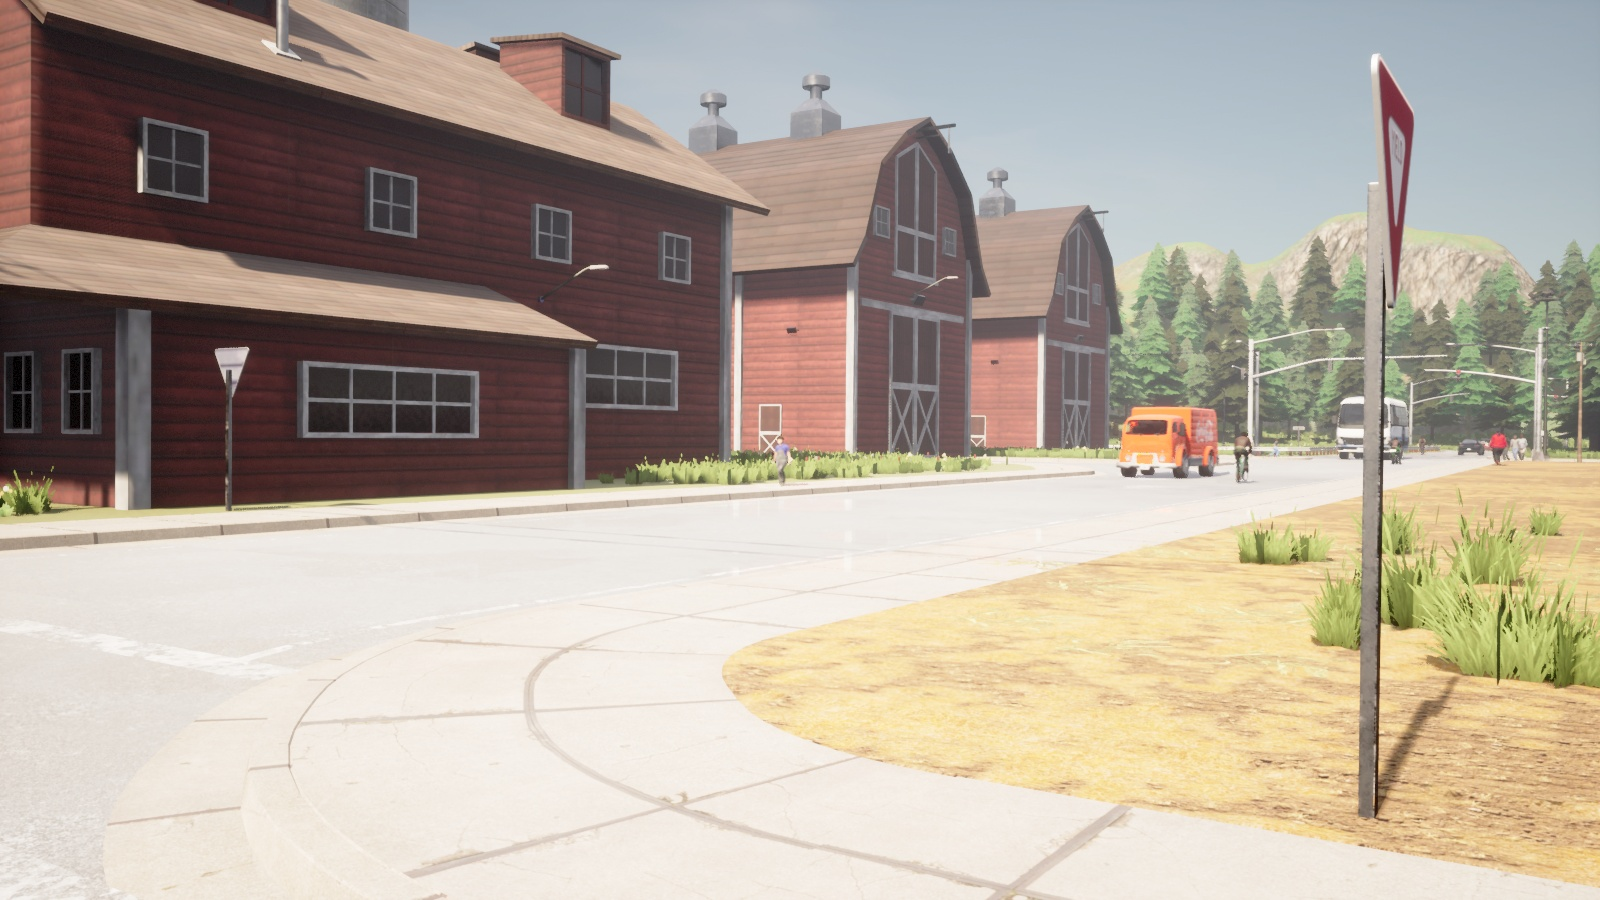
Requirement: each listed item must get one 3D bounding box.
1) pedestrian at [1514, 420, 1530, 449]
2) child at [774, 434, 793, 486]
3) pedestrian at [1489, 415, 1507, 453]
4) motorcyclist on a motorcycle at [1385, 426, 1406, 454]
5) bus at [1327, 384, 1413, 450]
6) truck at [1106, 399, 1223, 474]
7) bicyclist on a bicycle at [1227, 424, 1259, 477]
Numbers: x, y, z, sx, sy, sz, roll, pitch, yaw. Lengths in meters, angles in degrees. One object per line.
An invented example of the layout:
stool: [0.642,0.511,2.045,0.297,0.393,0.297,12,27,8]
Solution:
pedestrian: [46.985,-1.018,81.771,0.874,1.855,0.900,0,1,32]
child: [-0.400,0.234,30.497,0.270,1.263,0.437,0,1,30]
pedestrian: [34.321,-0.792,61.742,0.634,1.844,0.899,0,1,18]
motorcyclist on a motorcycle: [32.924,-0.564,69.447,0.797,1.523,2.044,0,1,32]
bus: [38.945,-2.180,85.524,3.944,4.253,10.273,0,1,32]
truck: [12.955,-0.511,44.407,2.627,2.467,5.204,0,1,32]
bicyclist on a bicycle: [13.868,-0.005,39.304,0.582,1.620,1.656,0,1,32]
